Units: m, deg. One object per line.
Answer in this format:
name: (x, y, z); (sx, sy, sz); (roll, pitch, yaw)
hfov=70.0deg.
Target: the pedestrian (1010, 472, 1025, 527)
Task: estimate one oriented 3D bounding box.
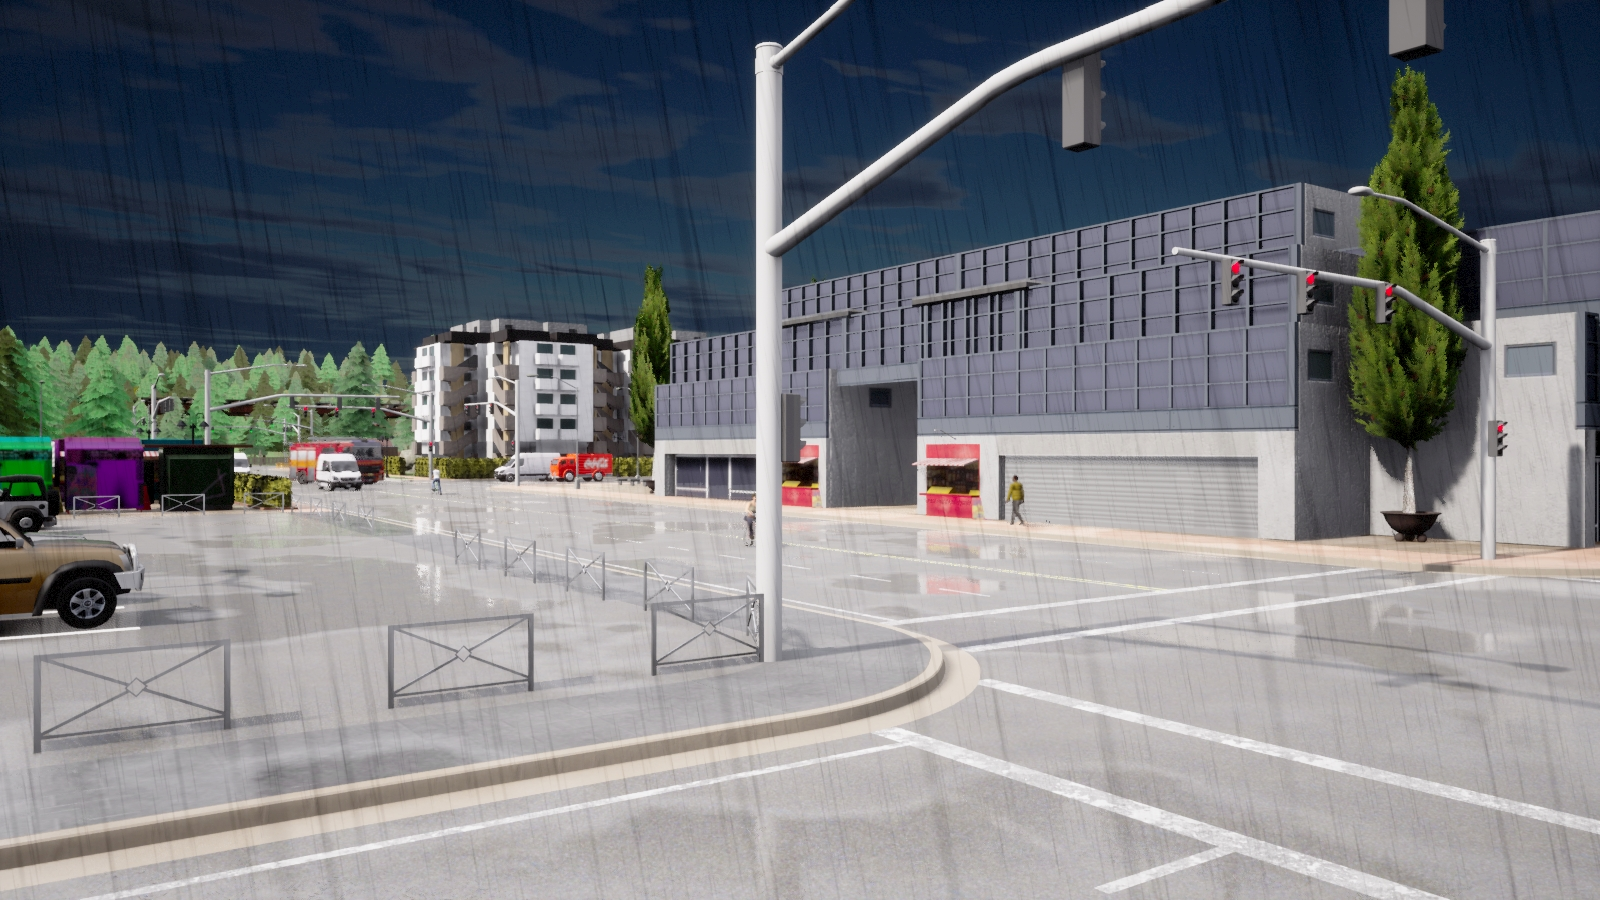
pedestrian: (7.466, 1.696, 39.215); (0.375, 1.860, 0.375); (0, 0, -28)
